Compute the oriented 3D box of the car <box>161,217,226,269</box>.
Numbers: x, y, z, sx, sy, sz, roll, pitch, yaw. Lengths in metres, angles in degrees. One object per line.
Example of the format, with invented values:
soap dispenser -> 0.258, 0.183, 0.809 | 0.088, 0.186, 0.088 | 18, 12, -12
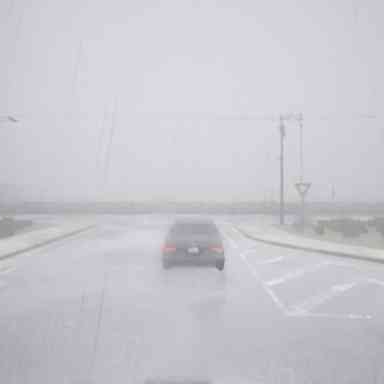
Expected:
car -> 0.057, 1.549, 11.079 | 2.033, 1.411, 5.357 | 0, 0, 0
